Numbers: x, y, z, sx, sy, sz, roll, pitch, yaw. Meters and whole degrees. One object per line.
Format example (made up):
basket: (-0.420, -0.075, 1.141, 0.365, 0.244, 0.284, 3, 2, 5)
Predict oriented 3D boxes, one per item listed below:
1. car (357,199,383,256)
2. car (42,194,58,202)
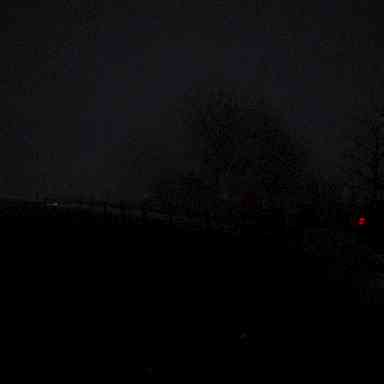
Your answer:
car: (8.575, 1.299, 11.226, 2.150, 2.045, 5.566, 0, 0, -35)
car: (-25.195, 1.075, 58.912, 1.994, 1.385, 4.181, 0, 1, -35)
